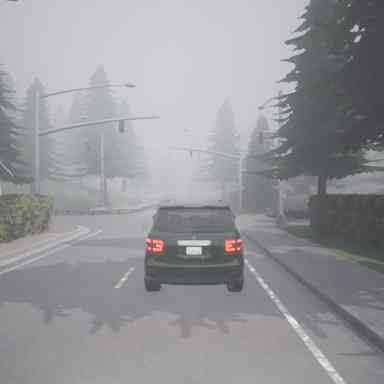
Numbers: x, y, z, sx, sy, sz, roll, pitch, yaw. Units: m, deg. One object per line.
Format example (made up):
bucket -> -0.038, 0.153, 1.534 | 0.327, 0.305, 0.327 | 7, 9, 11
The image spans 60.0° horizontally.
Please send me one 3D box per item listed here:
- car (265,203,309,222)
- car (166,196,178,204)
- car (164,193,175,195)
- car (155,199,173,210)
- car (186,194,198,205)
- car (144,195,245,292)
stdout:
car -> 8.357, 1.532, 25.513 | 5.357, 1.411, 2.033 | 0, 0, 0
car -> -3.921, 1.505, 64.250 | 1.837, 1.490, 4.892 | 0, 0, -8
car -> -3.625, 1.221, 53.821 | 2.150, 2.045, 5.566 | 0, 0, -1
car -> -3.627, 1.601, 43.912 | 1.895, 1.301, 4.718 | 0, 0, 0
car -> 0.016, 1.352, 60.018 | 2.097, 1.767, 4.553 | 0, 0, -1
car -> 0.057, 1.221, 9.079 | 2.150, 2.045, 5.566 | 0, 0, 0
